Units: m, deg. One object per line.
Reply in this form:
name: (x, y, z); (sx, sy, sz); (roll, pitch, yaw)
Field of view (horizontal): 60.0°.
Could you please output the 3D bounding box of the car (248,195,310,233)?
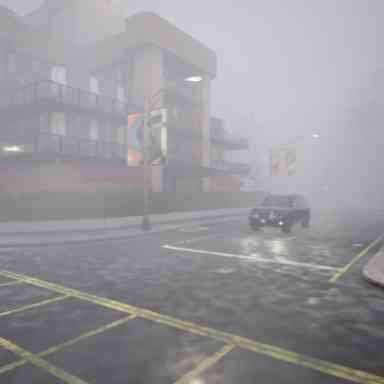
car: (5.458, 1.221, 20.241); (2.150, 2.045, 5.566); (0, 0, 36)
